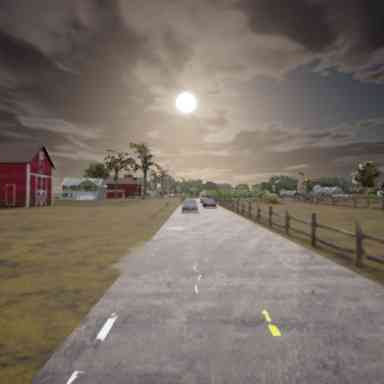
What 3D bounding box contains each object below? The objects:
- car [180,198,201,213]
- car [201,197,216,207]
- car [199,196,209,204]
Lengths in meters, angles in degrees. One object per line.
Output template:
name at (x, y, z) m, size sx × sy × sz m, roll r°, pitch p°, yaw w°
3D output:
car at (-0.222, 1.542, 37.819) m, size 1.837 × 1.490 × 4.892 m, roll 0°, pitch 0°, yaw 0°
car at (2.668, 1.645, 52.769) m, size 1.994 × 1.385 × 4.181 m, roll 0°, pitch 0°, yaw 0°
car at (2.511, 1.663, 70.080) m, size 2.033 × 1.411 × 5.357 m, roll 0°, pitch 0°, yaw 0°
